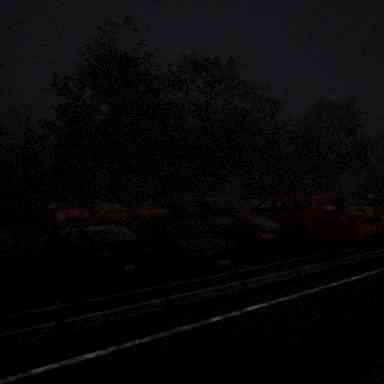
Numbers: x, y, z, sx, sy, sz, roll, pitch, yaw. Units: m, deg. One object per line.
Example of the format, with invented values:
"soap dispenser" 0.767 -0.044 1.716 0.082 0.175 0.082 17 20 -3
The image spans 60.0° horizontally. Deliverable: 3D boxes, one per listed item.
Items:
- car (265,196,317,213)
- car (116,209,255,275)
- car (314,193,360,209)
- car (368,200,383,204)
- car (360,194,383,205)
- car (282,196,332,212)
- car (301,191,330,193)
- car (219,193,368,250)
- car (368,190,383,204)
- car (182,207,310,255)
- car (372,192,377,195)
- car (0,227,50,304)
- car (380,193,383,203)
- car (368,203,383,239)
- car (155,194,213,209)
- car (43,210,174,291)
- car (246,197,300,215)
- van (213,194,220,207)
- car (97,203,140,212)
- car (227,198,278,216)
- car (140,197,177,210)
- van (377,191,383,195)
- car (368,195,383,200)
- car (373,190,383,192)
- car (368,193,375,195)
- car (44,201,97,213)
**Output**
"car" 10.169 1.257 34.547 2.231 1.521 4.892 -1 0 -35
"car" -0.507 1.545 11.041 2.163 1.488 4.792 -1 0 -35
"car" 17.029 1.027 39.312 2.185 1.767 4.553 -1 1 -35
"car" 8.486 1.387 17.610 1.946 1.575 5.366 -1 0 -35
"car" 26.129 1.009 45.737 2.097 1.535 5.008 -1 1 -35
"car" 12.435 1.252 36.163 2.163 1.488 4.792 -1 1 -35
"car" 14.747 0.937 37.715 2.435 2.045 5.566 -1 0 -35
"car" 4.016 1.204 14.284 2.435 2.045 5.566 -1 0 -35
"car" 28.426 0.721 47.309 2.435 2.045 5.566 -1 1 -35
"car" 1.758 1.528 12.663 2.002 1.452 4.674 -1 0 -35
"car" 21.575 1.082 42.532 2.097 1.535 5.008 -1 1 -35
"car" -5.086 1.547 7.858 2.097 1.535 5.008 0 0 -35
"car" 30.688 0.936 48.937 2.231 1.521 4.892 -1 1 -35
"car" 6.317 1.422 15.856 2.097 1.535 5.008 -1 0 -35
"car" -1.214 1.169 26.522 2.435 2.045 5.566 -1 0 -35
"car" -2.803 1.535 9.461 2.097 1.535 5.008 0 0 -35
"car" 7.889 1.289 32.947 2.097 1.535 5.008 -1 0 -35
"van" 1.117 1.162 28.049 1.878 1.987 4.442 -1 0 -35
"car" -5.886 1.487 23.274 2.097 1.535 5.008 -1 0 -35
"car" 5.611 1.363 31.346 2.002 1.452 4.674 -1 0 -35
"car" -3.614 1.450 25.100 1.946 1.575 5.366 -1 0 -35
"van" 15.359 1.066 22.346 1.878 1.987 4.442 -1 0 -35
"car" 10.785 1.233 18.958 2.185 1.767 4.553 -1 0 -35
"car" 23.868 0.921 44.108 2.185 1.767 4.553 -1 1 -35
"car" 19.291 1.158 40.940 2.002 1.452 4.674 -1 1 -35
"car" -8.188 1.389 21.704 2.185 1.767 4.553 0 0 -35
